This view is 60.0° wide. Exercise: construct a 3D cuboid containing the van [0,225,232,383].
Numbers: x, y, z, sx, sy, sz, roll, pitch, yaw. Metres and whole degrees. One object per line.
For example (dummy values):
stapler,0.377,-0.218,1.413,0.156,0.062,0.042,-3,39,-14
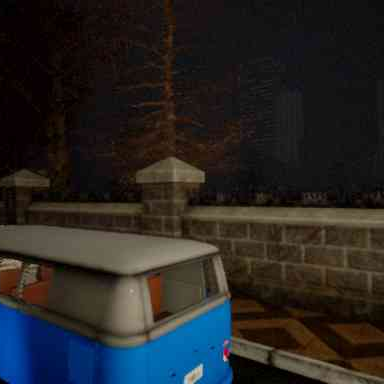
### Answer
van,-1.494,1.358,3.949,3.998,1.788,1.690,0,-1,35
